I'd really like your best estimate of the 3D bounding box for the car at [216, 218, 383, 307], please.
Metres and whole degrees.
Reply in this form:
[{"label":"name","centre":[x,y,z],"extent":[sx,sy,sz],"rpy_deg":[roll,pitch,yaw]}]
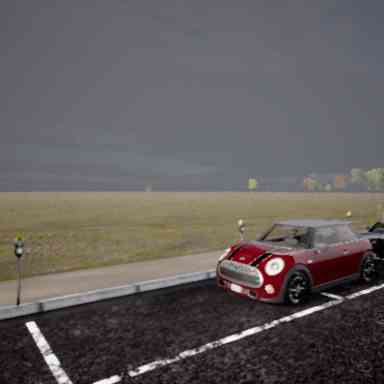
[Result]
[{"label":"car","centre":[2.517,1.411,7.887],"extent":[4.097,1.590,1.967],"rpy_deg":[0,1,-36]}]
